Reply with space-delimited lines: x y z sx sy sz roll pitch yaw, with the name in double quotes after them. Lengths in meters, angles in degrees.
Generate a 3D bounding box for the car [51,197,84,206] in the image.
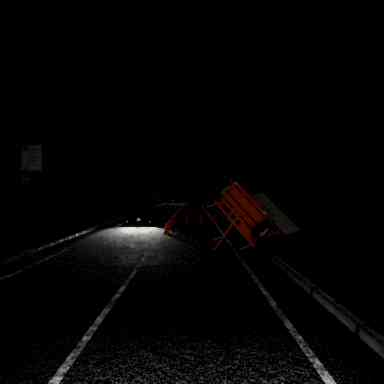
-21.886 1.634 58.388 5.008 1.535 2.097 0 -1 0 "car"

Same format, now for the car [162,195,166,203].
-8.816 1.772 72.527 5.008 1.535 2.097 0 -1 0 "car"

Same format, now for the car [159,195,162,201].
-8.842 1.408 61.318 5.566 2.045 2.435 0 -1 0 "car"

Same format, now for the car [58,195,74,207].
-21.887 1.623 52.816 4.674 1.452 2.002 0 -1 0 "car"

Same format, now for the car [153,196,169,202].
-8.866 1.921 94.950 4.553 1.767 2.185 0 -1 0 "car"

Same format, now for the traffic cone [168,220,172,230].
-1.366 1.939 17.820 0.340 0.580 0.340 0 0 0 "traffic cone"

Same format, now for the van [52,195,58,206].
-22.006 1.307 47.247 4.442 1.987 1.878 0 0 0 "van"

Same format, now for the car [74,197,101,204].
-21.893 1.741 69.527 5.008 1.535 2.097 0 -1 0 "car"

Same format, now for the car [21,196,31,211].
-21.898 1.513 38.896 4.674 1.452 2.002 0 0 0 "car"

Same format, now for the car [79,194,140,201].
-8.848 1.208 36.089 5.566 2.045 2.435 0 0 0 "car"

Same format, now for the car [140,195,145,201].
-8.819 1.490 41.692 4.892 1.521 2.231 0 0 0 "car"

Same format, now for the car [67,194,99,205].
-21.869 1.460 66.743 5.566 2.045 2.435 0 -1 0 "car"

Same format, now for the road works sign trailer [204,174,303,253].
2.376 1.056 12.674 3.560 2.880 2.380 -5 45 -44 "road works sign trailer"

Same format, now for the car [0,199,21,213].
-21.904 1.459 36.109 5.008 1.535 2.097 0 0 0 "car"

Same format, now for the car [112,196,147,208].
-8.778 1.407 47.299 4.553 1.767 2.185 0 -1 0 "car"

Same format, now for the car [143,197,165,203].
-8.854 1.870 78.130 4.792 1.488 2.163 0 -1 0 "car"

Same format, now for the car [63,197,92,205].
-21.924 1.714 63.958 4.792 1.488 2.163 0 -1 0 "car"

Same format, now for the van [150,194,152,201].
-8.694 1.332 50.104 4.442 1.987 1.878 0 -1 0 "van"

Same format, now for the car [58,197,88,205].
-21.864 1.689 61.173 4.792 1.488 2.163 0 -1 0 "car"

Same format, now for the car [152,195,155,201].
-8.804 1.585 52.906 4.892 1.521 2.231 0 -1 0 "car"

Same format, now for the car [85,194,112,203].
-21.876 1.585 77.760 5.566 2.045 2.435 0 -1 0 "car"

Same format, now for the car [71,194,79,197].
-21.705 1.606 55.602 5.366 1.575 1.946 0 -1 0 "car"

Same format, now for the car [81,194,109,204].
-21.873 1.552 75.098 5.566 2.045 2.435 0 -1 0 "car"

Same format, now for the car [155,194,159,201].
-8.807 1.634 58.512 5.008 1.535 2.097 0 -1 0 "car"

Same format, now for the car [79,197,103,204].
-21.898 1.810 72.187 4.674 1.452 2.002 0 -1 0 "car"

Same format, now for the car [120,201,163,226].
-3.333 1.543 22.765 1.994 1.385 4.181 0 0 0 "car"

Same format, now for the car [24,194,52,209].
-21.860 1.385 44.466 4.553 1.767 2.185 0 0 0 "car"

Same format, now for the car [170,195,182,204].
-3.196 1.811 72.648 1.837 1.490 4.892 0 -1 0 "car"

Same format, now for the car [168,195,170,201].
-8.801 1.973 86.539 4.792 1.488 2.163 0 -1 0 "car"

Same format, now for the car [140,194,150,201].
-8.840 1.260 44.499 5.566 2.045 2.435 0 0 0 "car"

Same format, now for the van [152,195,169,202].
-8.717 1.786 92.149 4.442 1.987 1.878 0 -1 0 "van"

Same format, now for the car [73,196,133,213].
-8.817 1.450 33.287 4.892 1.521 2.231 0 0 0 "car"
